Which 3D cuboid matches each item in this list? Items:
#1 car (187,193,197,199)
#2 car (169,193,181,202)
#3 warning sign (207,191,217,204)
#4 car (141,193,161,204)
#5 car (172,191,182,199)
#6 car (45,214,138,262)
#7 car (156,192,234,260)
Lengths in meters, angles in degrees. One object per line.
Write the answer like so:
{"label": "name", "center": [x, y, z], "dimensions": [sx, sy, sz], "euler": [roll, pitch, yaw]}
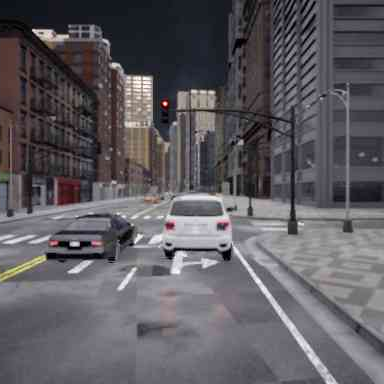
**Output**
{"label": "car", "center": [-0.009, 0.882, 74.382], "dimensions": [2.033, 1.411, 5.357], "euler": [0, 0, 0]}
{"label": "car", "center": [-3.215, 1.042, 63.889], "dimensions": [1.837, 1.490, 4.892], "euler": [0, 1, 1]}
{"label": "warning sign", "center": [2.843, 0.775, 47.868], "dimensions": [1.300, 1.860, 1.060], "euler": [0, 0, 0]}
{"label": "car", "center": [-6.583, 0.980, 51.771], "dimensions": [2.097, 1.767, 4.553], "euler": [0, 1, 0]}
{"label": "car", "center": [-3.258, 0.697, 74.351], "dimensions": [2.097, 1.767, 4.553], "euler": [0, 0, 0]}
{"label": "car", "center": [-3.212, 1.468, 11.665], "dimensions": [2.033, 1.411, 5.357], "euler": [0, 0, 0]}
{"label": "car", "center": [0.350, 1.138, 12.308], "dimensions": [2.150, 2.045, 5.566], "euler": [0, 0, 5]}
